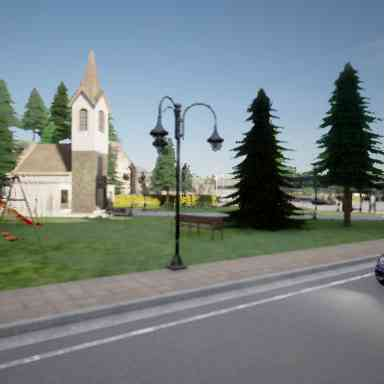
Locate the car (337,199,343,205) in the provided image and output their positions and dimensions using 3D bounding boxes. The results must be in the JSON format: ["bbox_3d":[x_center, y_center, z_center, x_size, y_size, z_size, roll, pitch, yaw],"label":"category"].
[{"bbox_3d":[30.613,2.167,73.635,2.152,1.636,5.027,1,0,-35],"label":"car"}]

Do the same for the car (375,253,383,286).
[{"bbox_3d":[6.609,1.651,8.538,4.674,1.442,1.812,1,-1,-35],"label":"car"}]

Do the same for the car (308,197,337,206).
[{"bbox_3d":[28.063,2.137,71.807,2.007,1.523,4.514,1,0,-35],"label":"car"}]
